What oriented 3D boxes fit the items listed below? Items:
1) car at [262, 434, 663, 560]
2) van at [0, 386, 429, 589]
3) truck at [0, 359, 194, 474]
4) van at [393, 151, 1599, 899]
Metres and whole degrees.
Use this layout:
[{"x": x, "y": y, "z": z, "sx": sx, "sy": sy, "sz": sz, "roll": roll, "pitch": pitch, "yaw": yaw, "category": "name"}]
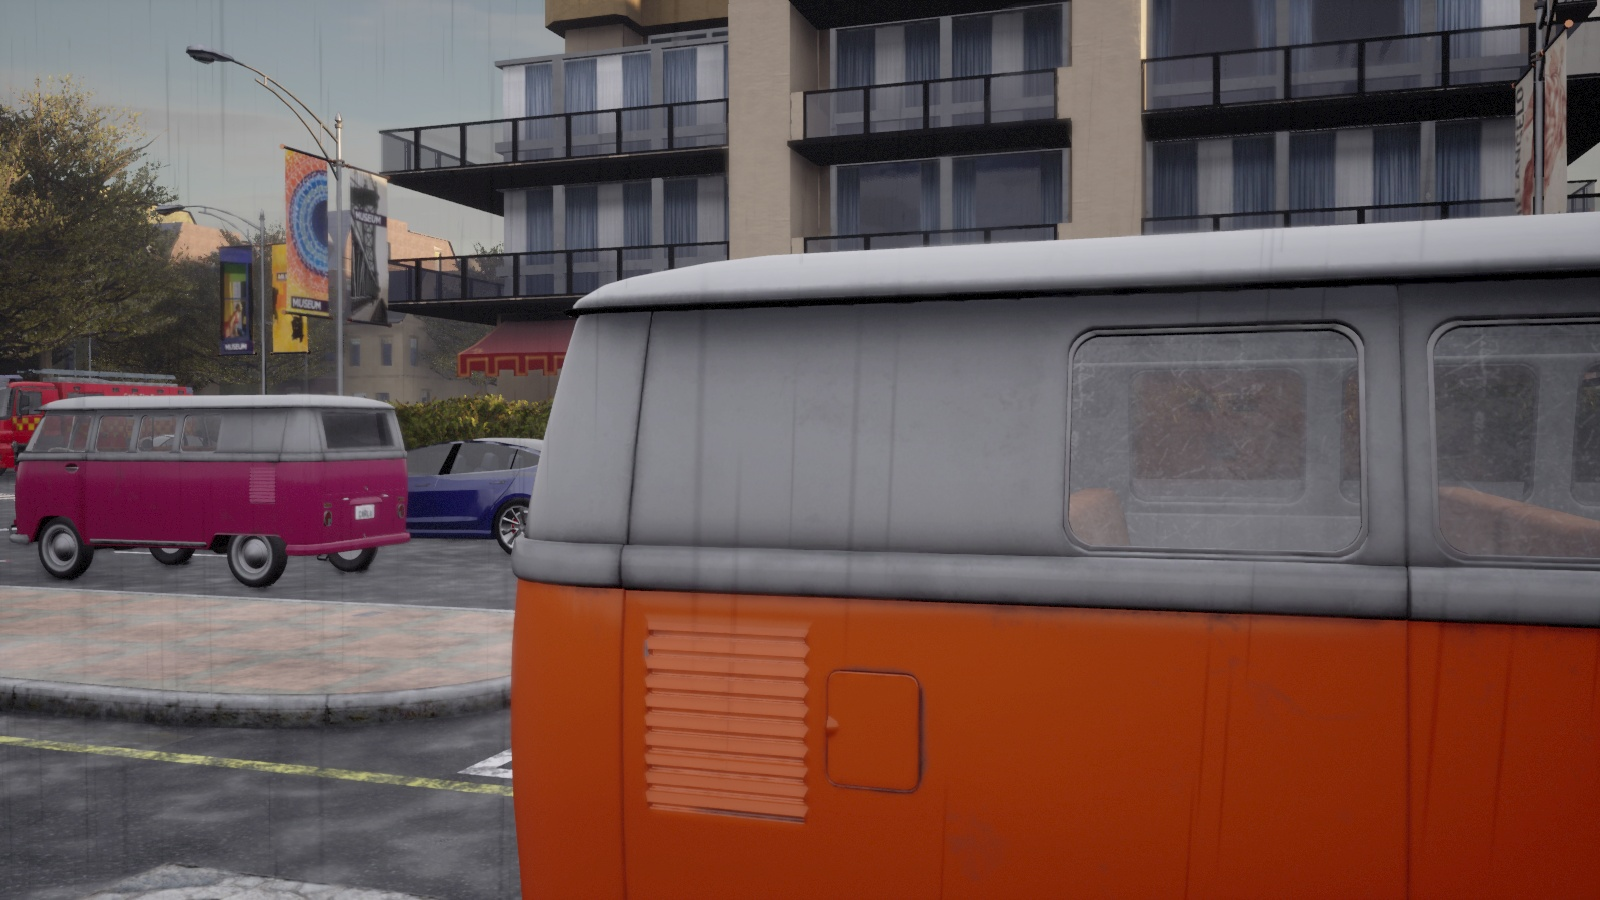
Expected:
[{"x": -4.484, "y": 0.540, "z": 16.834, "sx": 4.792, "sy": 1.488, "sz": 2.163, "roll": 1, "pitch": 1, "yaw": 19, "category": "car"}, {"x": -6.511, "y": 0.334, "z": 13.820, "sx": 4.442, "sy": 1.987, "sz": 1.775, "roll": 1, "pitch": 1, "yaw": 19, "category": "van"}, {"x": -26.770, "y": -1.180, "z": 46.298, "sx": 2.891, "sy": 3.827, "sz": 8.468, "roll": 1, "pitch": 1, "yaw": 18, "category": "truck"}, {"x": 1.570, "y": 0.543, "z": 2.661, "sx": 4.442, "sy": 1.987, "sz": 1.775, "roll": 1, "pitch": 1, "yaw": 19, "category": "van"}]
